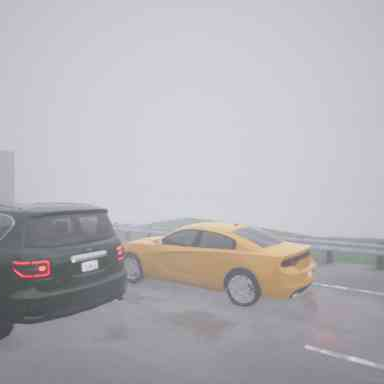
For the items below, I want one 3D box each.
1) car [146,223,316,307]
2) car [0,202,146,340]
[{"bbox_3d":[0.332,1.482,8.055,5.008,1.535,1.882,0,0,35],"label":"car"},{"bbox_3d":[-3.750,1.230,6.667,5.566,2.045,2.150,0,0,35],"label":"car"}]
